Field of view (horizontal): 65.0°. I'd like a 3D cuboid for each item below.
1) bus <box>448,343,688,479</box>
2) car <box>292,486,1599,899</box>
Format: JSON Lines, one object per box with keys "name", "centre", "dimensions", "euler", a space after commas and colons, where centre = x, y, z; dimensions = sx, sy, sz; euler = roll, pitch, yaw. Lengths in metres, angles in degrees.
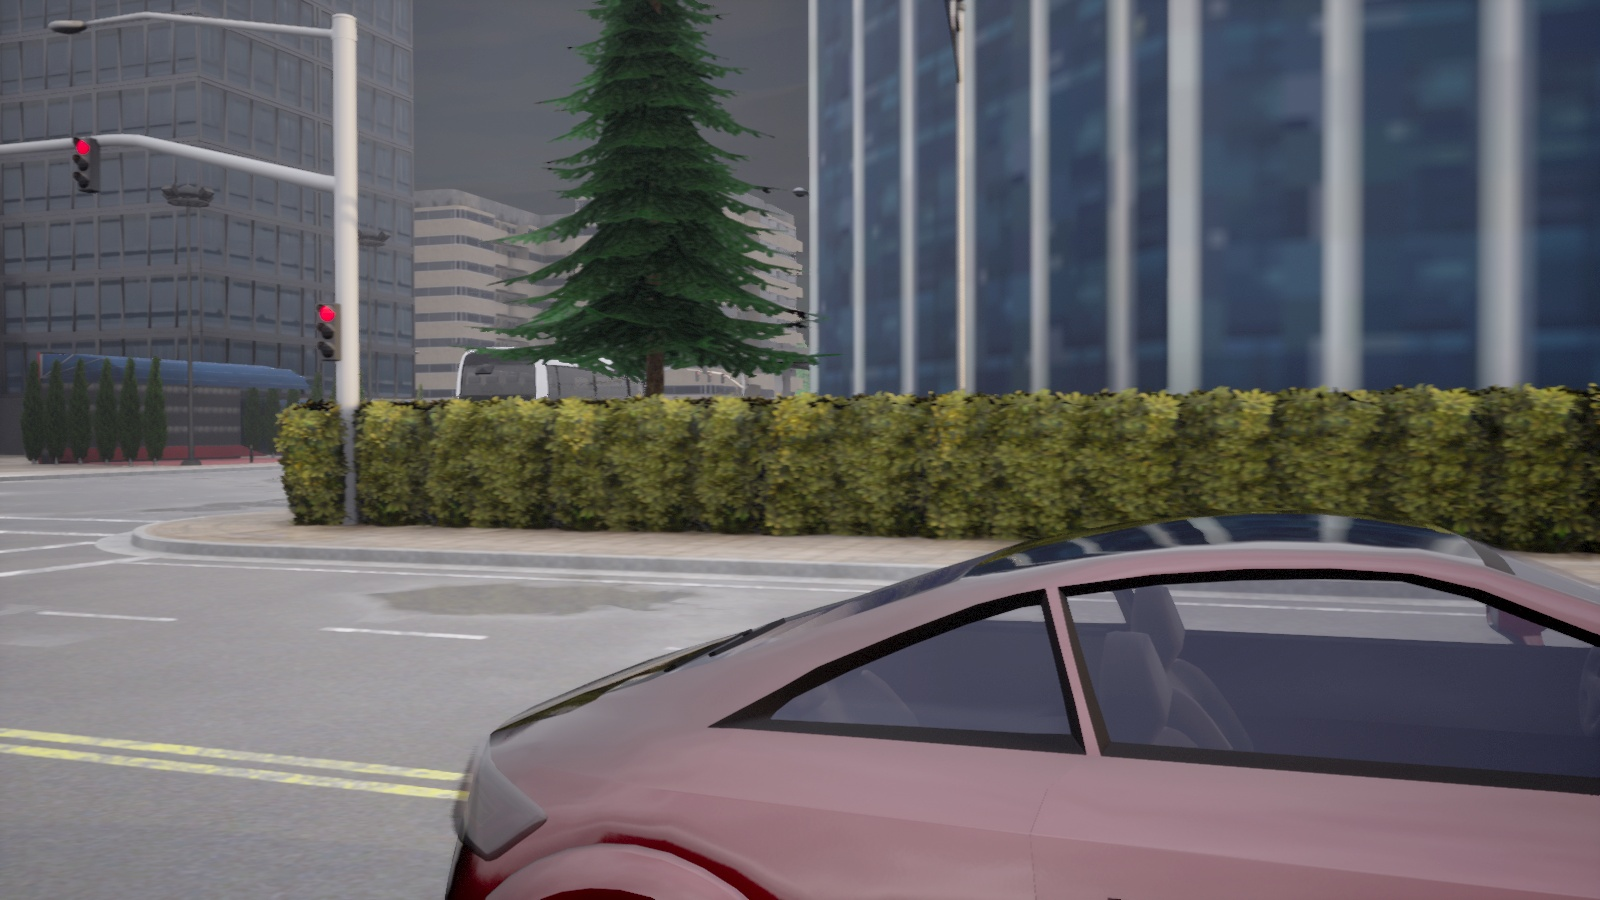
{"name": "bus", "centre": [-7.871, -1.297, 44.805], "dimensions": [3.944, 4.253, 10.273], "euler": [1, 1, 18]}
{"name": "car", "centre": [1.299, 0.851, 2.757], "dimensions": [4.181, 1.385, 1.994], "euler": [1, 1, 19]}
